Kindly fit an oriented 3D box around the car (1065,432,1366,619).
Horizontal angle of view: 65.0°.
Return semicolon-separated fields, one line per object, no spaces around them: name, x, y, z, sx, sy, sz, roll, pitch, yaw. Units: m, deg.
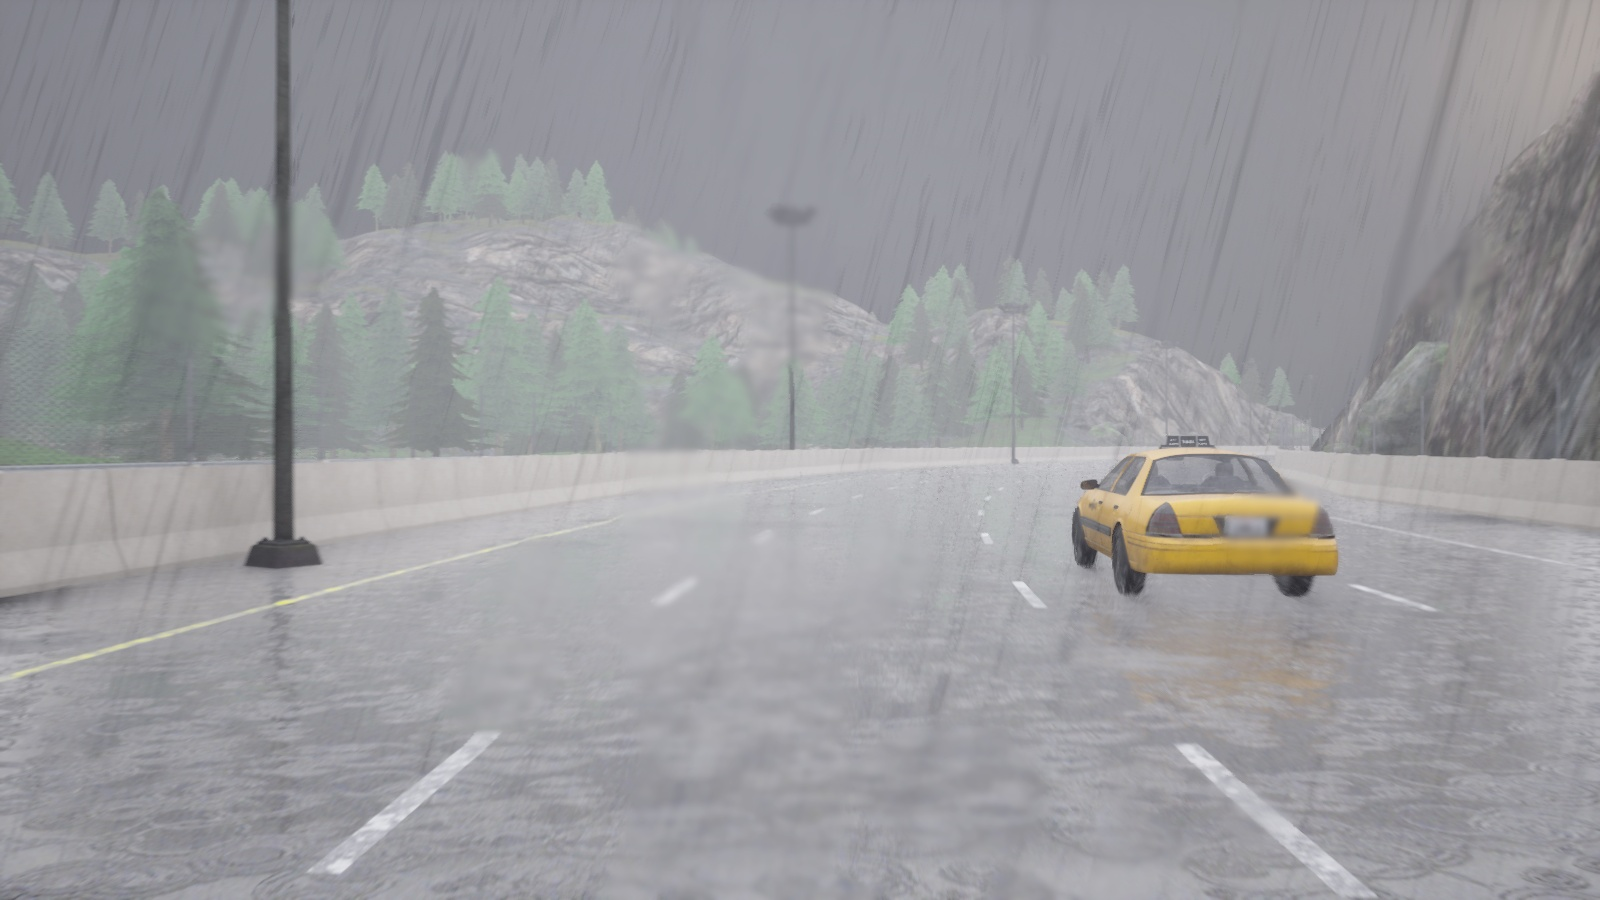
car;4.090;0.622;13.357;1.801;1.575;5.366;0;0;4
